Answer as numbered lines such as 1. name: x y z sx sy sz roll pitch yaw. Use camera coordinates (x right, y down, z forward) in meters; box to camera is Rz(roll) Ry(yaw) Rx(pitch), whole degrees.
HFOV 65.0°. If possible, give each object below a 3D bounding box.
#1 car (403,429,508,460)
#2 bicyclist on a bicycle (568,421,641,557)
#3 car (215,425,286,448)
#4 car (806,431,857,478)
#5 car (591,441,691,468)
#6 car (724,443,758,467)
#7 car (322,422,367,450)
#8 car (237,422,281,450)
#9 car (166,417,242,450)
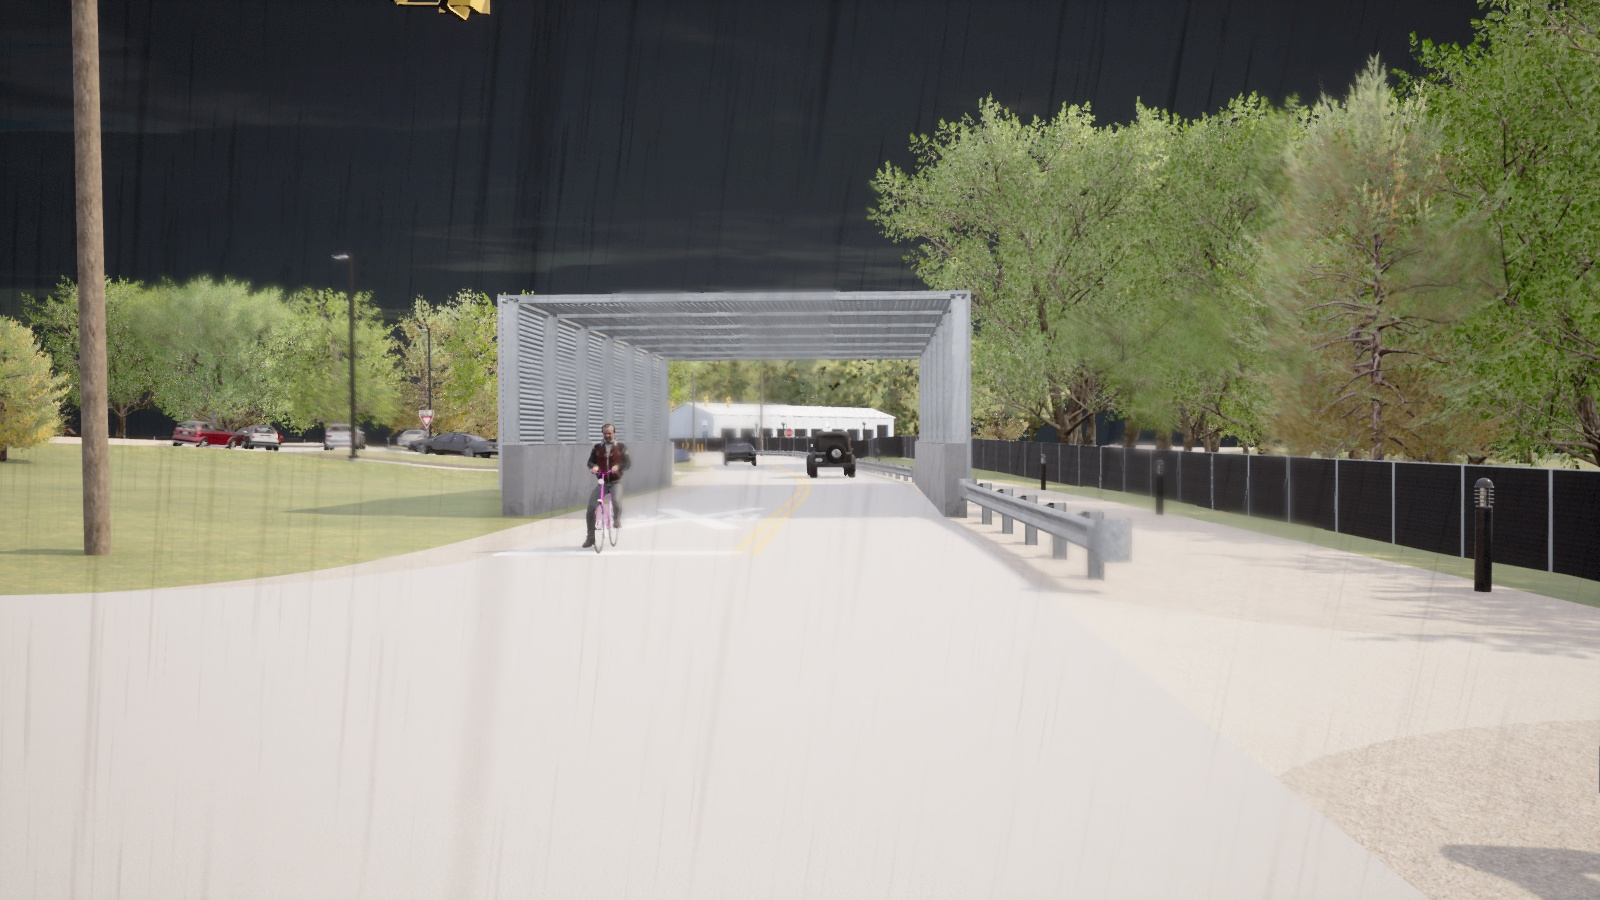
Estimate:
1. car: -19.318 -0.303 70.402 5.357 1.411 2.033 4 1 17
2. bicyclist on a bicycle: -2.667 0.512 17.283 0.659 1.776 1.843 0 0 2
3. car: -39.542 -0.987 90.325 5.008 1.535 1.882 1 2 26
4. car: 1.271 0.170 52.247 1.905 1.878 3.866 0 0 -2
5. car: -8.678 0.255 68.660 5.357 1.411 2.033 1 0 -7
6. car: -3.477 0.266 73.009 1.895 1.301 4.718 0 1 -3
7. car: -28.717 -0.911 79.329 2.242 1.667 4.611 -1 1 -15
8. car: -34.927 -0.879 81.033 1.851 1.617 3.988 4 -2 -33
9. car: -32.653 -0.857 68.926 1.789 1.549 3.705 7 1 10
